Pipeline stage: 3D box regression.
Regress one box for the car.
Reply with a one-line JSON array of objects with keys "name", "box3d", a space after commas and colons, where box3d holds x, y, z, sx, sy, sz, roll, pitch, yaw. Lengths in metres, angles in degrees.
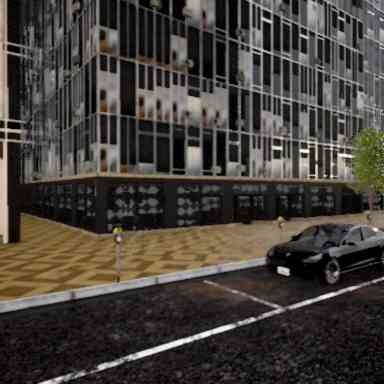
[{"name": "car", "box3d": [4.025, 1.568, 9.436, 4.313, 1.339, 1.947, 0, 0, -36]}]
